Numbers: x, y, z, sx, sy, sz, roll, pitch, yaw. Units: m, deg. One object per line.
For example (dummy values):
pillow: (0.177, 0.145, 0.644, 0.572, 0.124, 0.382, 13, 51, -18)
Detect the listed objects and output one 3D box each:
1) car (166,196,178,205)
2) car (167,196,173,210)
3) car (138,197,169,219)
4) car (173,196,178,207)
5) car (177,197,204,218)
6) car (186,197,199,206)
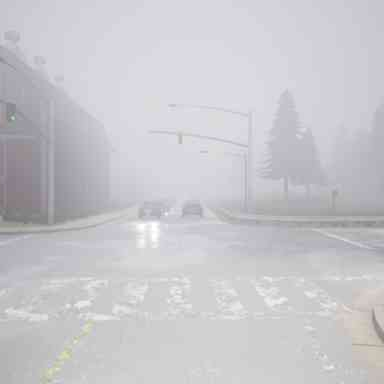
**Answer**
car: (-3.486, 1.467, 59.818, 1.882, 1.535, 5.008, 0, 0, 0)
car: (-3.555, 1.498, 39.067, 1.837, 1.490, 4.892, 0, 0, 0)
car: (-3.568, 1.486, 29.596, 2.128, 1.511, 4.902, 0, 0, 0)
car: (-3.539, 1.517, 49.332, 1.812, 1.442, 4.674, 0, 0, 0)
car: (0.033, 1.487, 30.411, 2.128, 1.511, 4.902, 0, 0, 0)
car: (0.062, 1.538, 55.877, 2.033, 1.411, 5.357, 0, 0, 0)
